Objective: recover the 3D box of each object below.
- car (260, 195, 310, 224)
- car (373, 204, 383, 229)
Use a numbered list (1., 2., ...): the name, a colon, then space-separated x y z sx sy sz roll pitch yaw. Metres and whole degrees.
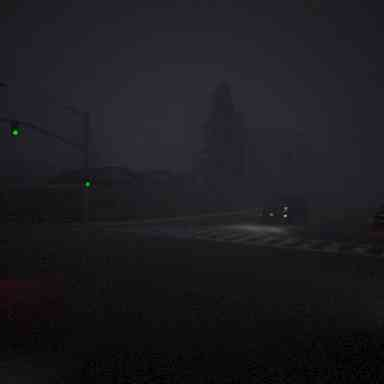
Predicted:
1. car: 7.238 1.223 25.438 2.150 2.045 5.566 0 0 38
2. car: 12.711 1.506 20.876 1.837 1.490 4.892 0 0 38
